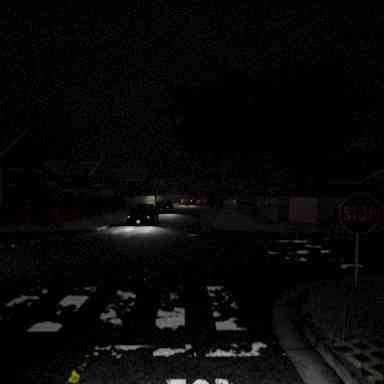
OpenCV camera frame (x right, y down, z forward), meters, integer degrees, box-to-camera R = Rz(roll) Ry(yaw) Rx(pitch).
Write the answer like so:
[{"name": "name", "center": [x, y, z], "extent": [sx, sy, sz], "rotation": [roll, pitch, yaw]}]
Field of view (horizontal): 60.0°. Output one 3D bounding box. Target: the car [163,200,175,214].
[{"name": "car", "center": [-3.099, 1.577, 36.963], "extent": [1.812, 1.442, 4.674], "rotation": [0, 0, 4]}]

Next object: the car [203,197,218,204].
[{"name": "car", "center": [3.824, 1.668, 66.382], "extent": [2.033, 1.411, 5.357], "rotation": [1, 0, 13]}]

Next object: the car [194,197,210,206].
[{"name": "car", "center": [2.002, 1.639, 56.283], "extent": [1.812, 1.442, 4.674], "rotation": [0, 0, 10]}]

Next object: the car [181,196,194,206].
[{"name": "car", "center": [-0.546, 1.445, 58.302], "extent": [2.097, 1.767, 4.553], "rotation": [0, 0, 10]}]

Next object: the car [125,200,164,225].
[{"name": "car", "center": [-3.523, 1.573, 24.559], "extent": [2.033, 1.411, 5.357], "rotation": [0, 0, 0]}]
